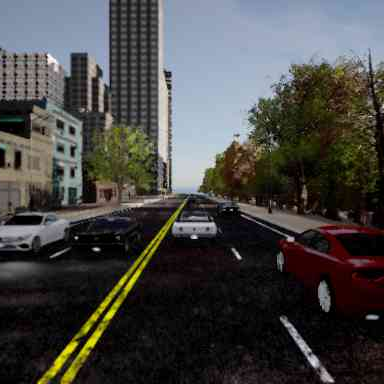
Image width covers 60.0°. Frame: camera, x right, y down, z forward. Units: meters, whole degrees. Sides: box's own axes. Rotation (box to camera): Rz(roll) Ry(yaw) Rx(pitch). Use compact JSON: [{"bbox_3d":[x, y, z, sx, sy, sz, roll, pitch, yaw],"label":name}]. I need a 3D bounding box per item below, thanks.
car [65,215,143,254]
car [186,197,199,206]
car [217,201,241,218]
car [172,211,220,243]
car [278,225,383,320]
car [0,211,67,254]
[{"bbox_3d":[-3.252,1.661,13.578,1.895,1.301,4.718,0,0,0],"label":"car"},{"bbox_3d":[0.092,1.523,55.261,1.837,1.490,4.892,0,0,0],"label":"car"},{"bbox_3d":[3.345,1.558,30.717,2.033,1.411,5.357,0,0,0],"label":"car"},{"bbox_3d":[0.097,1.607,16.222,1.895,1.301,4.718,0,0,0],"label":"car"},{"bbox_3d":[3.348,1.481,7.473,1.882,1.535,5.008,0,0,0],"label":"car"},{"bbox_3d":[-6.502,1.546,13.602,1.812,1.442,4.674,0,0,0],"label":"car"}]
